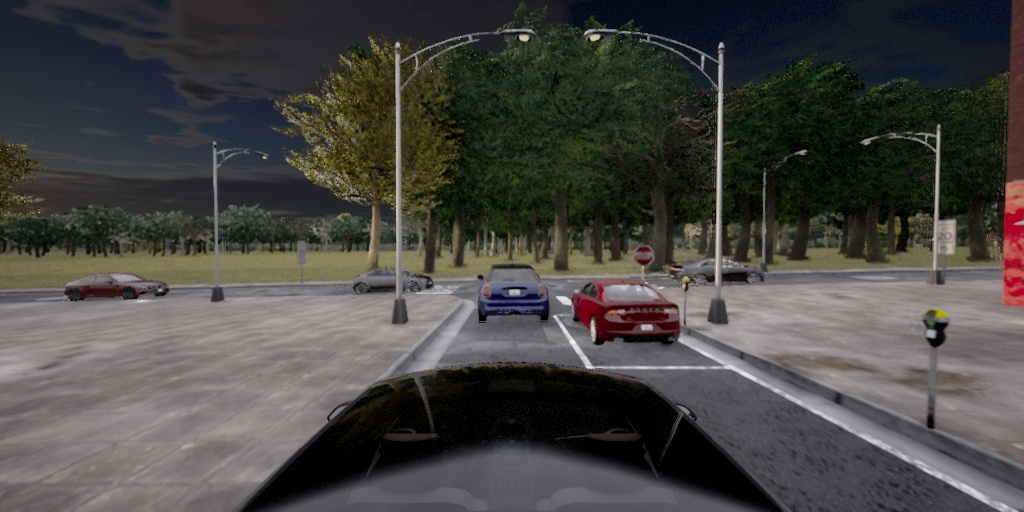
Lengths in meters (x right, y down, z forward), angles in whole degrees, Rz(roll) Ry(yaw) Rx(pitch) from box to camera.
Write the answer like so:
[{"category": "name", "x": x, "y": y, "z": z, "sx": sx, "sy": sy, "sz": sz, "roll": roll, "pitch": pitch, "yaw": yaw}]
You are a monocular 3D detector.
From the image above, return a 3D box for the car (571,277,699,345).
[{"category": "car", "x": 2.638, "y": 1.243, "z": 9.217, "sx": 1.888, "sy": 1.381, "sz": 4.507, "roll": 0, "pitch": 0, "yaw": 0}]

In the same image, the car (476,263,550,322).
[{"category": "car", "x": -0.112, "y": 1.030, "z": 12.155, "sx": 2.097, "sy": 1.767, "sz": 4.553, "roll": 0, "pitch": 0, "yaw": -5}]

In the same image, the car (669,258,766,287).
[{"category": "car", "x": 11.126, "y": 0.852, "z": 19.545, "sx": 4.902, "sy": 1.511, "sz": 2.128, "roll": -1, "pitch": 1, "yaw": -2}]

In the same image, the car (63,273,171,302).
[{"category": "car", "x": -21.609, "y": 1.664, "z": 19.659, "sx": 4.674, "sy": 1.442, "sz": 1.812, "roll": -2, "pitch": 1, "yaw": 0}]

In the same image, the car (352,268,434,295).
[{"category": "car", "x": -6.466, "y": 1.333, "z": 19.658, "sx": 4.181, "sy": 1.385, "sz": 1.994, "roll": -1, "pitch": 1, "yaw": 0}]
